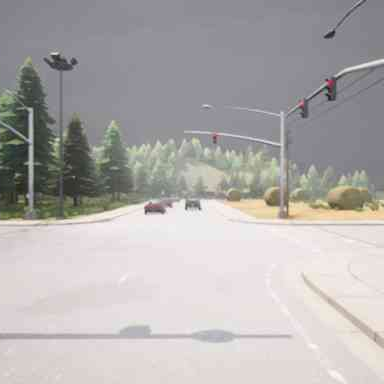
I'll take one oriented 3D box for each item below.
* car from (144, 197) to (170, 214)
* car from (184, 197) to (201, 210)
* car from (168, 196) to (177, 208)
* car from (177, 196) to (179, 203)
[{"bbox_3d":[-3.588,1.479,33.048,1.895,1.301,4.718,0,0,0],"label":"car"},{"bbox_3d":[0.107,1.374,41.060,1.812,1.442,4.674,0,0,0],"label":"car"},{"bbox_3d":[-3.580,1.382,44.824,2.033,1.411,5.357,0,0,0],"label":"car"},{"bbox_3d":[-3.504,1.364,64.151,1.895,1.301,4.718,0,0,0],"label":"car"}]
